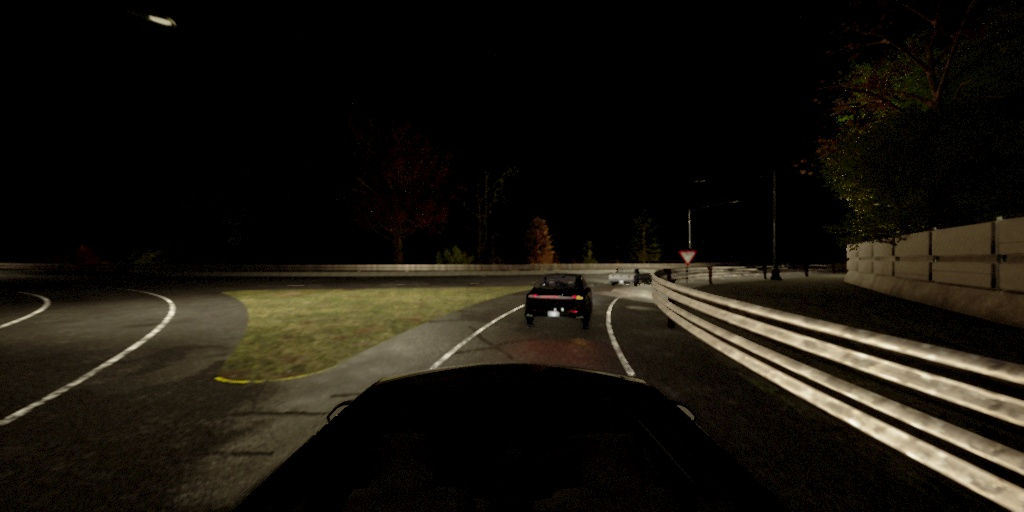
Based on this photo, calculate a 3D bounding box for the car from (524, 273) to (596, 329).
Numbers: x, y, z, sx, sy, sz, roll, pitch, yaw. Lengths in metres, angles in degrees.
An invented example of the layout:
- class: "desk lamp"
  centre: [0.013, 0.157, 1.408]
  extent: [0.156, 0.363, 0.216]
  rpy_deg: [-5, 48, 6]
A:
- class: "car"
  centre: [1.656, 1.314, 11.709]
  extent: [2.128, 1.511, 4.902]
  rpy_deg: [0, 0, 13]

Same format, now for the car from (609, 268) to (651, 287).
- class: "car"
  centre: [9.052, 1.551, 27.146]
  extent: [1.895, 1.301, 4.718]
  rpy_deg: [0, 0, 36]
